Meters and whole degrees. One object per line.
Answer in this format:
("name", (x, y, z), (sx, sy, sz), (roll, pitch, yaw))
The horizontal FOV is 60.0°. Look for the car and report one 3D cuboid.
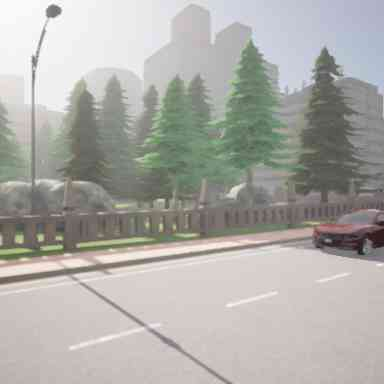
("car", (6.821, 1.434, 13.152), (5.008, 1.535, 1.882), (0, 0, -35))
